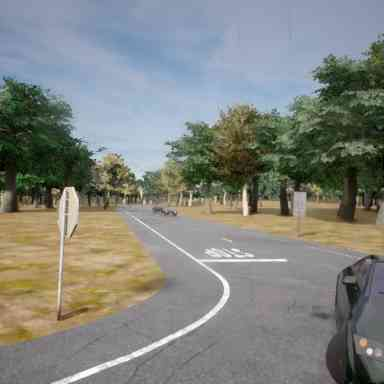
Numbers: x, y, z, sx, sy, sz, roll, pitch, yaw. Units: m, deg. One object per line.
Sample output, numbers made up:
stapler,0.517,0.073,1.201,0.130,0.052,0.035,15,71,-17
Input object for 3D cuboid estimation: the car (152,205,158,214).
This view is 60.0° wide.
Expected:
car,-5.661,2.961,56.886,1.882,1.535,5.008,3,-2,-14

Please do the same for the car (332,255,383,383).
car,3.110,1.643,4.624,1.994,1.385,4.181,1,-1,22

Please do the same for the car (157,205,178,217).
car,-3.418,2.850,48.036,1.895,1.301,4.718,3,-2,-13
